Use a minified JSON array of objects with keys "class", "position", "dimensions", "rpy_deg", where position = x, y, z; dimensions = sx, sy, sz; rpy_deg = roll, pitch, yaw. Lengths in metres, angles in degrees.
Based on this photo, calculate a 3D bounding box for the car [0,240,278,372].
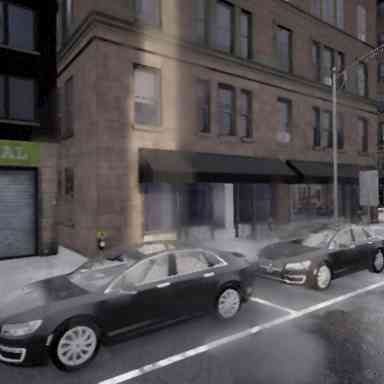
[{"class":"car","position":[-0.846,1.564,5.614],"dimensions":[4.403,1.369,2.008],"rpy_deg":[-1,0,-36]}]

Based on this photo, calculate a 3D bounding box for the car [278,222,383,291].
[{"class":"car","position":[3.520,1.517,8.813],"dimensions":[4.403,1.369,2.008],"rpy_deg":[-1,0,-36]}]
